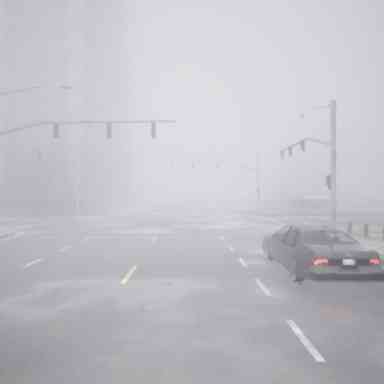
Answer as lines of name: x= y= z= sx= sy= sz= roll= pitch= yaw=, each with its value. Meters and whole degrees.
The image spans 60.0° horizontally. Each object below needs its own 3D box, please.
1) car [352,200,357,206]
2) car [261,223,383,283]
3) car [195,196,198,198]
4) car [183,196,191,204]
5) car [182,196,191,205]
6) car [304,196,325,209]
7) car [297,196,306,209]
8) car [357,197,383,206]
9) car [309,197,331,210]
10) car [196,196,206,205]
car: x=39.278 y=2.177 z=75.350 sx=3.905 sy=1.438 sz=1.784 roll=0 pitch=-1 yaw=0
car: x=3.504 y=1.649 z=9.972 sx=2.033 sy=1.411 sz=5.357 roll=0 pitch=-1 yaw=0
car: x=2.149 y=1.973 z=88.064 sx=2.150 sy=2.045 sz=5.566 roll=0 pitch=-1 yaw=-1
car: x=-1.351 y=1.972 z=88.020 sx=2.150 sy=2.045 sz=5.566 roll=0 pitch=-1 yaw=-1
car: x=-1.220 y=2.310 z=77.565 sx=2.033 sy=1.411 sz=5.357 roll=0 pitch=-1 yaw=-1
car: x=24.264 y=2.064 z=64.136 sx=3.905 sy=1.438 sz=1.784 roll=0 pitch=-1 yaw=0
car: x=24.199 y=1.881 z=66.821 sx=4.605 sy=1.855 sz=1.932 roll=0 pitch=-1 yaw=0
car: x=39.230 y=1.937 z=72.455 sx=4.605 sy=1.855 sz=1.932 roll=0 pitch=-1 yaw=0
car: x=24.280 y=2.067 z=61.241 sx=3.806 sy=1.475 sz=1.970 roll=0 pitch=-1 yaw=0
car: x=2.275 y=2.300 z=78.026 sx=1.812 sy=1.442 sz=4.674 roll=0 pitch=-1 yaw=-1
